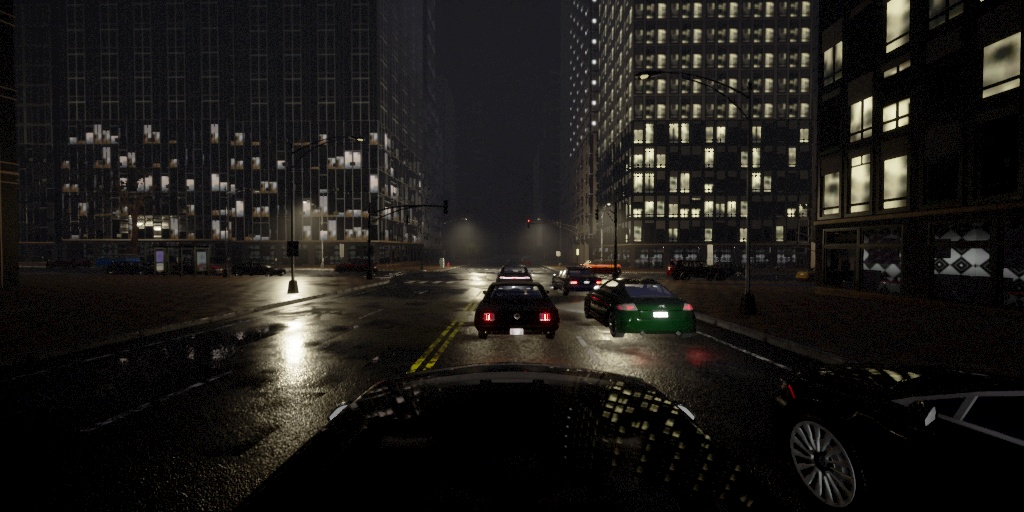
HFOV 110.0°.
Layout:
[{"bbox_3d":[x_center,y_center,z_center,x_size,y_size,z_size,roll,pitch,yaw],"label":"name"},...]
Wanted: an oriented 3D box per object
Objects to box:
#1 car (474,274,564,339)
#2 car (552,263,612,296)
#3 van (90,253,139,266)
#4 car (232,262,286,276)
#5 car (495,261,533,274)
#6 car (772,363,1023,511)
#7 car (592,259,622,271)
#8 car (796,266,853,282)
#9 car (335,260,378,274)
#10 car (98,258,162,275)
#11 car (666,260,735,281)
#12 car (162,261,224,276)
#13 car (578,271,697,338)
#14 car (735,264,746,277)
[{"bbox_3d":[0.110,1.347,9.979,1.895,1.301,4.718,0,0,0],"label":"car"},{"bbox_3d":[3.409,1.288,19.435,2.033,1.411,5.357,0,0,-3],"label":"car"},{"bbox_3d":[-45.232,0.603,41.154,3.998,1.789,1.690,0,0,1],"label":"van"},{"bbox_3d":[-22.689,1.172,32.153,4.313,1.339,1.948,0,0,1],"label":"car"},{"bbox_3d":[0.123,1.232,19.235,2.128,1.511,4.902,0,0,0],"label":"car"},{"bbox_3d":[3.340,1.242,1.375,2.128,1.511,4.902,0,0,0],"label":"car"},{"bbox_3d":[9.027,1.146,37.475,4.553,1.767,2.097,0,1,1],"label":"car"},{"bbox_3d":[27.683,1.577,31.354,4.829,1.417,1.751,0,0,1],"label":"car"},{"bbox_3d":[-16.414,1.131,37.927,4.181,1.385,1.994,1,1,1],"label":"car"},{"bbox_3d":[-34.054,1.068,32.477,4.313,1.339,1.948,0,0,1],"label":"car"},{"bbox_3d":[16.235,1.267,31.568,5.009,1.841,2.192,0,0,1],"label":"car"},{"bbox_3d":[-28.373,1.137,32.295,4.207,1.307,1.802,0,0,1],"label":"car"},{"bbox_3d":[3.369,1.310,10.205,1.994,1.385,4.181,0,0,-1],"label":"car"},{"bbox_3d":[21.570,1.411,37.245,4.892,1.490,1.837,1,1,1],"label":"car"}]
